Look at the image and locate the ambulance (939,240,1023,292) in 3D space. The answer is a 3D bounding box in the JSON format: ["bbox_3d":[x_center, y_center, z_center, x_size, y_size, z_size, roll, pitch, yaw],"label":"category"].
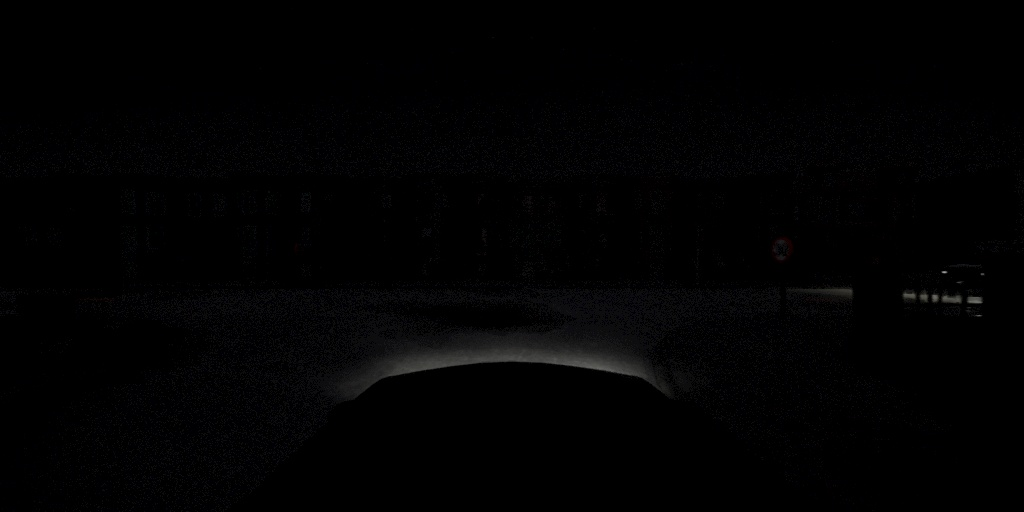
[{"bbox_3d":[23.549,0.505,16.289,6.366,2.431,2.351,0,1,0],"label":"ambulance"}]
